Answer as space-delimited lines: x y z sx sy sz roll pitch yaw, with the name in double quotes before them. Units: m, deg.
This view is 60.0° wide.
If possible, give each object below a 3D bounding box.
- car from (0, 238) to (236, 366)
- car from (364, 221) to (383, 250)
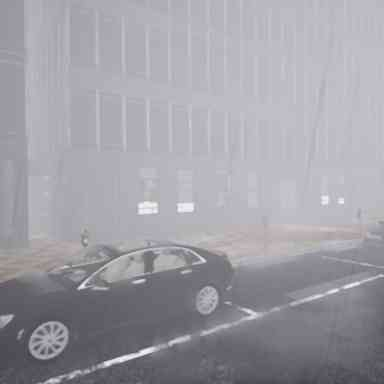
"car" -1.218 1.528 5.689 4.403 1.369 2.008 -1 0 -35
"car" 8.055 1.444 12.293 4.206 1.307 1.802 -1 0 -35
